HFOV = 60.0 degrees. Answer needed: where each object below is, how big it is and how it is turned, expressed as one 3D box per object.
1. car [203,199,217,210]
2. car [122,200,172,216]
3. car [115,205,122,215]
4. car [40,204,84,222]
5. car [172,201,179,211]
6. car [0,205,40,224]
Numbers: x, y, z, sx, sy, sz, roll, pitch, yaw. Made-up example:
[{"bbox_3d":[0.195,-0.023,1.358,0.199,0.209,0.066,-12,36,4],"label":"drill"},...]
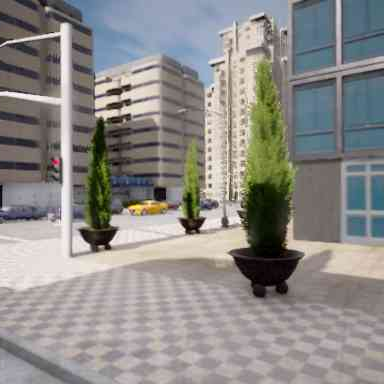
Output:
[{"bbox_3d":[1.037,1.754,44.129,1.812,1.442,4.674,0,0,35],"label":"car"},{"bbox_3d":[-4.732,1.706,35.993,1.882,1.535,5.008,0,0,35],"label":"car"},{"bbox_3d":[-9.373,1.816,35.486,1.994,1.385,4.181,0,0,35],"label":"car"},{"bbox_3d":[-10.045,1.753,28.437,1.812,1.442,4.674,0,0,35],"label":"car"},{"bbox_3d":[-3.595,1.778,43.652,1.812,1.442,4.674,0,0,35],"label":"car"},{"bbox_3d":[-14.700,1.799,27.950,2.033,1.411,5.357,0,0,35],"label":"car"}]
